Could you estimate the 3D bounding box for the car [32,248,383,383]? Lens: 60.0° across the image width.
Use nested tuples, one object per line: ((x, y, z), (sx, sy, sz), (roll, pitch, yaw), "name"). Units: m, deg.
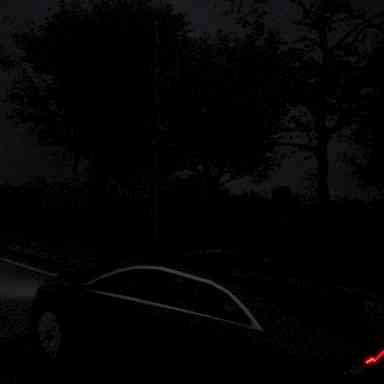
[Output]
((-0.152, 1.501, 4.253), (4.902, 1.511, 2.128), (0, 0, 37), "car")
